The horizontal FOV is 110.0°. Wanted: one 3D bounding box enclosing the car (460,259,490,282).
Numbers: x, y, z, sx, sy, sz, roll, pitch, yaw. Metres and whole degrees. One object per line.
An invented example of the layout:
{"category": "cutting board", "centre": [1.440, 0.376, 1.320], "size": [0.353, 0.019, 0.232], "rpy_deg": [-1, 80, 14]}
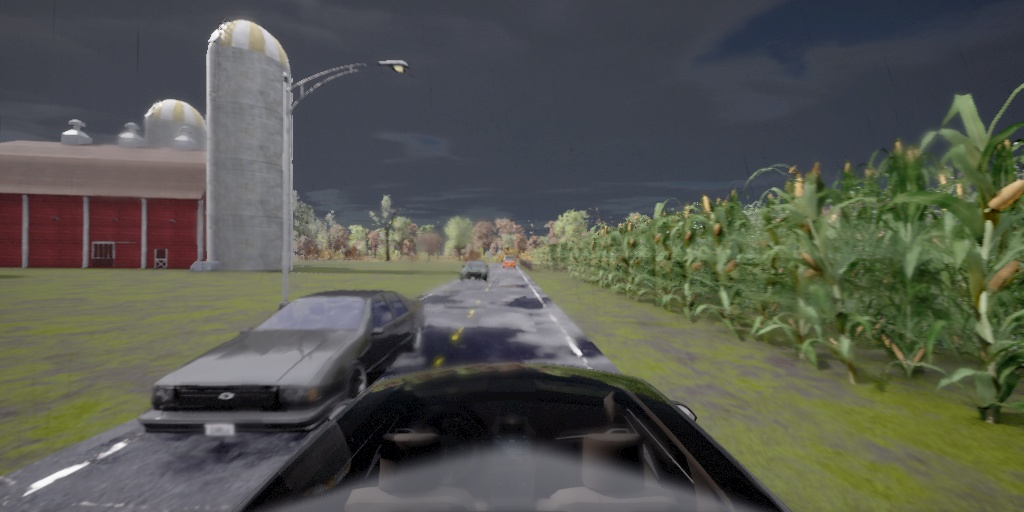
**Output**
{"category": "car", "centre": [-2.947, 1.103, 29.256], "size": [2.097, 1.767, 4.553], "rpy_deg": [0, 0, 0]}

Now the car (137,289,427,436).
{"category": "car", "centre": [-2.853, 1.299, 6.141], "size": [2.033, 1.411, 5.357], "rpy_deg": [0, 0, 0]}

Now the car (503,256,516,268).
{"category": "car", "centre": [-0.441, 1.107, 58.655], "size": [2.097, 1.767, 4.553], "rpy_deg": [0, 0, 0]}
